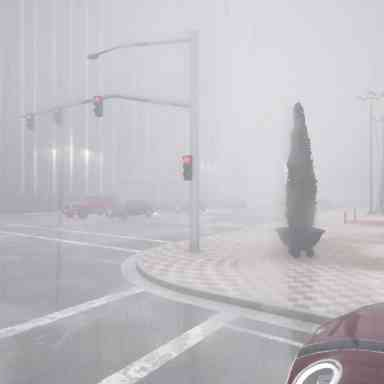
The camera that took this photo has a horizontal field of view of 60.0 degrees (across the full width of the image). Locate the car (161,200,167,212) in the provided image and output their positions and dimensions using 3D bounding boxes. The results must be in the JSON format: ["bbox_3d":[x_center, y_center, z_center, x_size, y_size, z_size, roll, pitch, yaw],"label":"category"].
[{"bbox_3d":[-3.169,1.564,38.046,1.994,1.385,4.181,0,0,35],"label":"car"}]

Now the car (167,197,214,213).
[{"bbox_3d":[-0.067,1.492,36.381,2.128,1.511,4.902,0,0,35],"label":"car"}]

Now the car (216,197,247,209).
[{"bbox_3d":[5.743,1.492,44.700,2.128,1.511,4.902,0,0,35],"label":"car"}]

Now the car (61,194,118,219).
[{"bbox_3d":[-8.872,1.221,29.858,2.150,2.045,5.566,0,0,35],"label":"car"}]

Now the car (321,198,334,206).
[{"bbox_3d":[22.646,1.601,56.400,1.895,1.301,4.718,0,0,34],"label":"car"}]

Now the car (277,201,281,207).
[{"bbox_3d":[14.688,1.564,51.100,1.994,1.385,4.181,0,0,35],"label":"car"}]

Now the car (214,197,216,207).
[{"bbox_3d":[2.660,1.478,46.399,1.882,1.535,5.008,0,0,35],"label":"car"}]

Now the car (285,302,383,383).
[{"bbox_3d":[2.862,1.352,1.929,4.553,1.767,2.097,0,0,36],"label":"car"}]

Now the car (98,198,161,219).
[{"bbox_3d":[-5.277,1.492,28.909,2.128,1.511,4.902,0,0,35],"label":"car"}]
